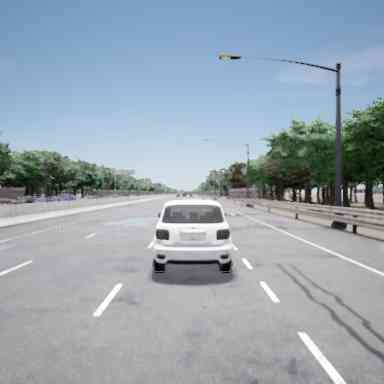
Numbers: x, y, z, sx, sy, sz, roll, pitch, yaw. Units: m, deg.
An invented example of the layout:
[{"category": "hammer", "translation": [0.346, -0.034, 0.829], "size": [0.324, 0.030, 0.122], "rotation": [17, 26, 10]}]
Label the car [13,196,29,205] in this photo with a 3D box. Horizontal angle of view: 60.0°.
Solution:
[{"category": "car", "translation": [-28.164, 1.471, 56.055], "size": [2.097, 1.767, 4.553], "rotation": [0, 0, 0]}]

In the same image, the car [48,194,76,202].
[{"category": "car", "translation": [-21.180, 1.338, 55.231], "size": [2.150, 2.045, 5.566], "rotation": [0, 0, 0]}]

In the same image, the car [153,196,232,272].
[{"category": "car", "translation": [0.008, 1.271, 10.997], "size": [2.150, 2.045, 5.566], "rotation": [0, -1, 0]}]

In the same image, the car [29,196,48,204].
[{"category": "car", "translation": [-24.680, 1.643, 55.278], "size": [1.812, 1.442, 4.674], "rotation": [0, 0, 0]}]

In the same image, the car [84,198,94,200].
[{"category": "car", "translation": [-17.689, 1.687, 57.553], "size": [1.994, 1.385, 4.181], "rotation": [0, 0, 0]}]
